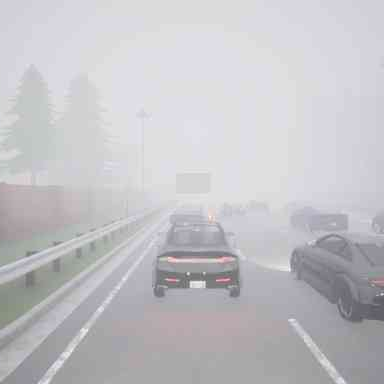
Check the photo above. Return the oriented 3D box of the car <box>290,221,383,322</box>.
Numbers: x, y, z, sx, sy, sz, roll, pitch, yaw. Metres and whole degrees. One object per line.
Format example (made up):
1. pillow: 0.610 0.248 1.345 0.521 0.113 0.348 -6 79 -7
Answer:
1. car: 3.605 1.564 7.227 1.994 1.385 4.181 0 0 0

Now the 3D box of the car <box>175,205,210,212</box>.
1. car: -0.041 1.474 19.002 1.882 1.535 5.008 0 0 6

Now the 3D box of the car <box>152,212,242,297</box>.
1. car: 0.106 1.491 8.555 2.128 1.511 4.902 0 0 0

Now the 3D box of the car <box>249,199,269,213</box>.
1. car: 7.126 1.477 36.733 1.882 1.535 5.008 0 0 0

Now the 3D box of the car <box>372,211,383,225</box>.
1. car: 10.613 1.354 15.818 2.097 1.767 4.553 0 0 0

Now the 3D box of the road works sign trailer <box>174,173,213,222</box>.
1. road works sign trailer: 0.076 0.464 22.919 2.380 3.560 2.880 0 0 0

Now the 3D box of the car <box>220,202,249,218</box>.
1. car: 3.622 1.601 30.320 1.895 1.301 4.718 0 0 0

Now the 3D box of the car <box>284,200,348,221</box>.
1. car: 7.113 1.477 19.138 1.882 1.535 5.008 0 0 0

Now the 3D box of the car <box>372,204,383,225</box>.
1. car: 14.109 1.564 22.146 1.994 1.385 4.181 0 0 1
